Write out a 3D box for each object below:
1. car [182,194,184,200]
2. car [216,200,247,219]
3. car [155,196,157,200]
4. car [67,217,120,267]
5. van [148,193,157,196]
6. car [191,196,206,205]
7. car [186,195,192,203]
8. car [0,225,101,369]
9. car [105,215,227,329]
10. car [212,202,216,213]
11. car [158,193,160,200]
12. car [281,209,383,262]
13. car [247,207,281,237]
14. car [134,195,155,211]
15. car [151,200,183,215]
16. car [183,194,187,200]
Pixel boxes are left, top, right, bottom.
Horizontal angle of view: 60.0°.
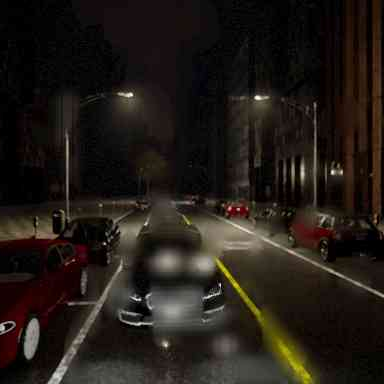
[{"bbox_3d":[-0.934,1.508,85.835,1.752,1.417,4.829,0,0,-5],"label":"car"},{"bbox_3d":[3.634,1.428,29.072,1.967,1.590,4.097,0,0,-5],"label":"car"},{"bbox_3d":[-6.229,1.539,45.360,2.008,1.369,4.403,0,0,-5],"label":"car"},{"bbox_3d":[-3.497,1.562,11.406,1.947,1.339,4.313,0,0,-5],"label":"car"},{"bbox_3d":[-6.685,1.328,51.019,1.690,1.788,3.998,0,0,-5],"label":"van"},{"bbox_3d":[1.357,1.565,57.369,1.802,1.307,4.206,0,0,-5],"label":"car"},{"bbox_3d":[0.446,1.533,68.688,2.008,1.369,4.403,0,0,-5],"label":"car"},{"bbox_3d":[-3.041,1.543,5.746,1.887,1.381,4.507,0,0,-5],"label":"car"},{"bbox_3d":[-0.493,1.501,7.268,1.837,1.490,4.892,0,0,-5],"label":"car"},{"bbox_3d":[3.179,1.553,34.731,1.947,1.339,4.313,0,0,-5],"label":"car"},{"bbox_3d":[-7.596,1.301,62.338,2.192,1.841,5.009,0,0,-5],"label":"car"},{"bbox_3d":[5.001,1.433,12.094,1.967,1.590,4.097,0,0,-5],"label":"car"},{"bbox_3d":[4.545,1.557,17.754,1.947,1.339,4.313,0,0,-5],"label":"car"},{"bbox_3d":[-5.774,1.429,39.701,1.967,1.590,4.097,0,0,-5],"label":"car"},{"bbox_3d":[-1.760,1.555,23.882,1.994,1.385,4.181,0,0,-7],"label":"car"},{"bbox_3d":[-0.465,1.564,80.006,1.802,1.307,4.206,0,0,-5],"label":"car"}]
